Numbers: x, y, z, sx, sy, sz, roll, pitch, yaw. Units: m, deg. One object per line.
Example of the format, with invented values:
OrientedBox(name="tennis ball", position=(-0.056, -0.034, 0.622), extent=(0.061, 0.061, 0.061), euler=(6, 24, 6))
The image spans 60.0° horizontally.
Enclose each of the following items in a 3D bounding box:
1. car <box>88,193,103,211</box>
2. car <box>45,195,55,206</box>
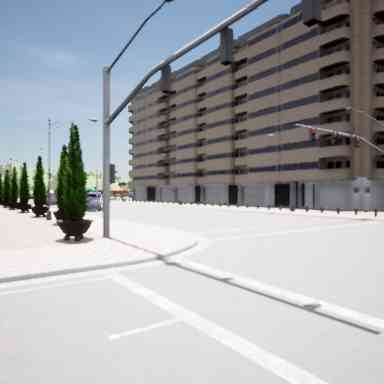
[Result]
OrientedBox(name="car", position=(-11.746, 1.302, 38.024), extent=(2.097, 1.767, 4.553), euler=(0, 0, -35))
OrientedBox(name="car", position=(-22.701, 1.542, 53.732), extent=(1.994, 1.385, 4.181), euler=(0, 0, -35))
